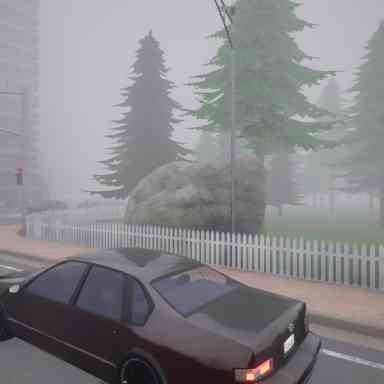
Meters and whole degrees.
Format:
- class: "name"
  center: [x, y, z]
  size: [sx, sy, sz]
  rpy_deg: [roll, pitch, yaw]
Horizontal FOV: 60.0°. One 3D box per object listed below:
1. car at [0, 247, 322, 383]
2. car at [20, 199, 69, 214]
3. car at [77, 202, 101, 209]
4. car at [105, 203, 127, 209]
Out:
- class: "car"
  center: [-1.081, 1.547, 4.759]
  size: [5.357, 1.411, 2.033]
  rpy_deg: [0, 0, 35]
- class: "car"
  center: [-15.301, 1.492, 34.954]
  size: [2.033, 1.411, 5.357]
  rpy_deg: [0, 0, 17]
- class: "car"
  center: [-13.639, 1.545, 44.447]
  size: [1.895, 1.301, 4.718]
  rpy_deg: [0, 0, 3]
- class: "car"
  center: [-9.989, 1.508, 43.962]
  size: [1.994, 1.385, 4.181]
  rpy_deg: [0, 0, 5]
